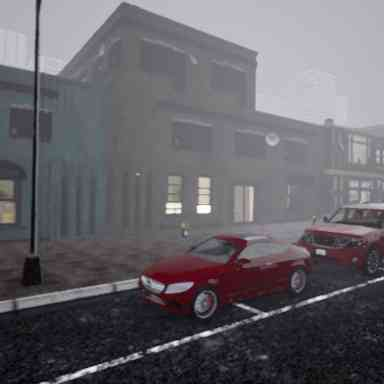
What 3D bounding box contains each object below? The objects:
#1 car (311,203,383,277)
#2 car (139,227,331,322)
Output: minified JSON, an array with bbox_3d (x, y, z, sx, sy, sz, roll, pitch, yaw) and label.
[{"bbox_3d":[5.557,1.310,10.487,5.009,1.841,2.192,0,1,-35],"label":"car"},{"bbox_3d":[0.913,1.579,7.206,4.206,1.307,1.802,0,1,-35],"label":"car"}]
